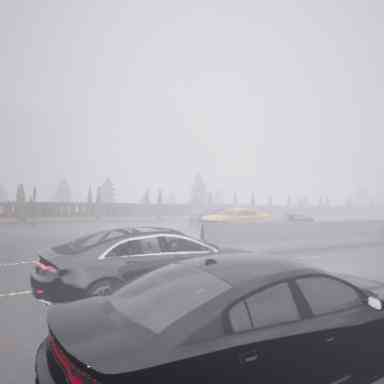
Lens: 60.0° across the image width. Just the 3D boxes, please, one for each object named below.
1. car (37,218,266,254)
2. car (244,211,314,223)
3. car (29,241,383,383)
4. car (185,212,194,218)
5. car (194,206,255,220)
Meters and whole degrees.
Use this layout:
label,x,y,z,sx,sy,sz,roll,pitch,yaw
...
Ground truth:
label,x,y,z,sx,sy,sz,roll,pitch,yaw
car,-0.736,1.511,7.100,4.902,1.511,2.128,1,-1,-32
car,5.635,1.950,19.453,4.718,1.301,1.895,2,-1,-32
car,0.893,1.495,3.993,5.008,1.535,1.882,1,0,-32
car,1.720,1.830,25.264,4.902,1.511,2.128,2,-1,-32
car,2.899,1.793,21.882,5.008,1.535,1.882,2,-1,-31
